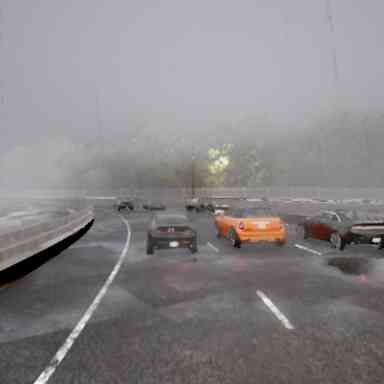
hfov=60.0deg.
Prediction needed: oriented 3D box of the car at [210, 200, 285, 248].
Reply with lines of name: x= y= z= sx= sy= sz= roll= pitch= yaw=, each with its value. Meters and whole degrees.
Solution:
car: x=2.393 y=1.343 z=14.941 sx=2.097 sy=1.767 sz=4.553 roll=-1 pitch=0 yaw=-8

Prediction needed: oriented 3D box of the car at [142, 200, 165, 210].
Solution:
car: x=-4.797 y=1.633 z=41.294 sx=1.994 sy=1.385 sz=4.181 roll=0 pitch=0 yaw=-22

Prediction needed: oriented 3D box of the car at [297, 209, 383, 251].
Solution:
car: x=6.076 y=1.451 z=13.899 sx=2.128 sy=1.511 sz=4.902 roll=0 pitch=0 yaw=-7

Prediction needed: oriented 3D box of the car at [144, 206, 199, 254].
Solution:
car: x=-0.937 y=1.522 z=13.685 sx=1.837 sy=1.490 sz=4.892 roll=0 pitch=0 yaw=-8

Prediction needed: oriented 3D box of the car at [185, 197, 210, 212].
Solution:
car: x=0.781 y=1.371 z=36.413 sx=2.097 sy=1.767 sz=4.553 roll=-1 pitch=0 yaw=-19

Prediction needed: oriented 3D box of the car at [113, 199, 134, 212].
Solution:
car: x=-8.555 y=1.605 z=41.294 sx=1.837 sy=1.490 sz=4.892 roll=0 pitch=0 yaw=-23
